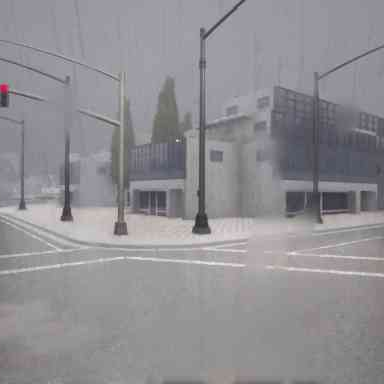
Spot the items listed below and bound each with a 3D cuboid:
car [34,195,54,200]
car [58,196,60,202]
[{"bbox_3d":[-38.867,1.503,87.068,4.718,1.301,1.895,0,0,9],"label":"car"},{"bbox_3d":[-28.635,1.444,73.777,1.837,1.490,4.892,0,0,-25],"label":"car"}]
